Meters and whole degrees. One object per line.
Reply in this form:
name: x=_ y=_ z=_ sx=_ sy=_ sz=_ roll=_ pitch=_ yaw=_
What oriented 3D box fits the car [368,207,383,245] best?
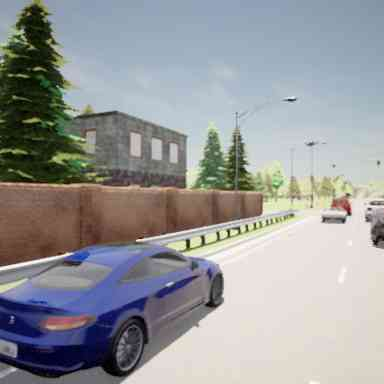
car: x=9.914 y=1.735 z=16.409 sx=1.837 sy=1.490 sz=4.892 roll=0 pitch=0 yaw=27

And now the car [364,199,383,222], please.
car: x=17.163 y=1.643 z=30.573 sx=2.150 sy=2.045 sz=5.566 roll=0 pitch=0 yaw=27

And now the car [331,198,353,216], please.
car: x=17.845 y=1.745 z=39.668 sx=2.150 sy=2.045 sz=5.566 roll=0 pitch=0 yaw=27

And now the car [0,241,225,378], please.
car: x=-0.976 y=1.584 z=5.718 sx=1.812 sy=1.442 sz=4.674 roll=0 pitch=-1 yaw=27

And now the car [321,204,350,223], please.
car: x=12.783 y=1.989 z=29.750 sx=1.895 sy=1.301 sz=4.718 roll=0 pitch=-1 yaw=27
